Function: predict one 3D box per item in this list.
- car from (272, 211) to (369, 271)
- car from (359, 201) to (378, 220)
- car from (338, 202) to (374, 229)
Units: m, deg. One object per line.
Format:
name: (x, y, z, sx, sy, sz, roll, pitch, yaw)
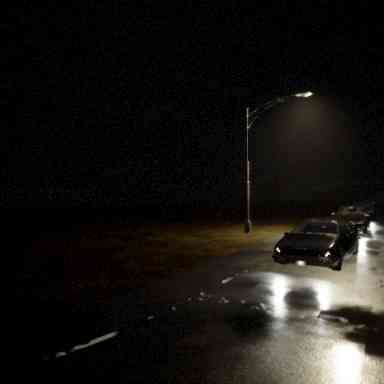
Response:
car: (4.543, 1.604, 11.506, 2.033, 1.411, 5.357, -1, -1, 35)
car: (14.938, 1.566, 28.849, 2.128, 1.511, 4.902, -1, 0, 31)
car: (9.679, 1.579, 20.104, 1.837, 1.490, 4.892, -1, 0, 31)
